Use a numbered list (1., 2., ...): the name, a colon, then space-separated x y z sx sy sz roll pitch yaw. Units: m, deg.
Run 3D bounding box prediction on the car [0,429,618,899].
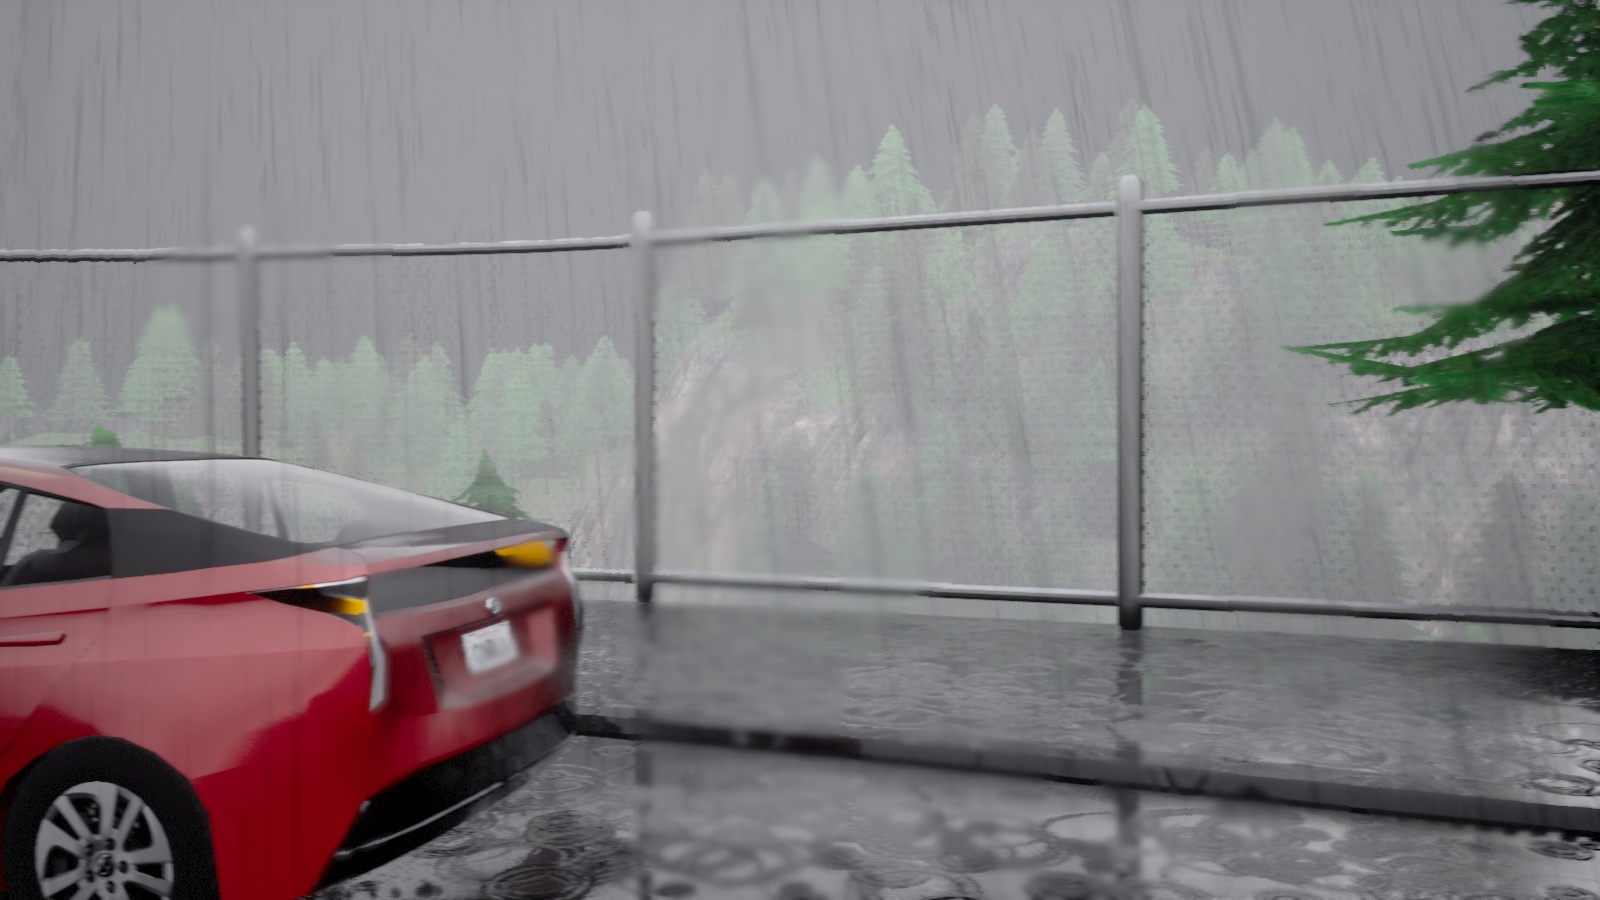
1. car: -3.177 0.686 4.701 4.514 1.525 2.007 0 1 14
